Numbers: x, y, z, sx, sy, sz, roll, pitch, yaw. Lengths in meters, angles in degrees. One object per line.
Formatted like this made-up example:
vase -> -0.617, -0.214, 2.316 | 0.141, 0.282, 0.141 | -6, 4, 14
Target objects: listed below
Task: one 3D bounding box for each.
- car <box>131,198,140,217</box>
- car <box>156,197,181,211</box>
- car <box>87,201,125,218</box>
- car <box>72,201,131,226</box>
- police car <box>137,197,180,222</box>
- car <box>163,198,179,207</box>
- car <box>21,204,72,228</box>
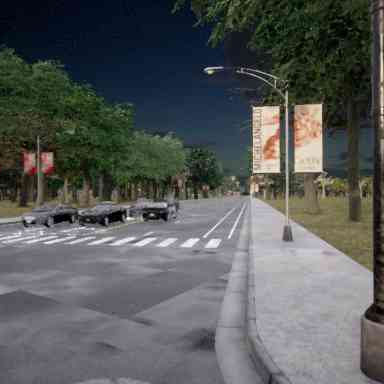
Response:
car -> -4.772, 1.653, 33.545 | 1.812, 1.442, 4.674 | 0, 0, 10
car -> -3.000, 1.514, 43.577 | 2.097, 1.767, 4.553 | 0, 0, 10
car -> -8.256, 1.666, 32.482 | 1.812, 1.442, 4.674 | 0, 0, 10
car -> -6.406, 1.574, 24.285 | 1.882, 1.535, 5.008 | 0, 0, 10
police car -> -2.487, 1.516, 27.275 | 1.930, 1.638, 5.238 | 0, 0, 10
car -> -3.595, 1.813, 58.431 | 1.812, 1.442, 4.674 | 0, 0, 10
car -> -9.866, 1.601, 23.420 | 2.128, 1.511, 4.902 | 0, 0, 10
